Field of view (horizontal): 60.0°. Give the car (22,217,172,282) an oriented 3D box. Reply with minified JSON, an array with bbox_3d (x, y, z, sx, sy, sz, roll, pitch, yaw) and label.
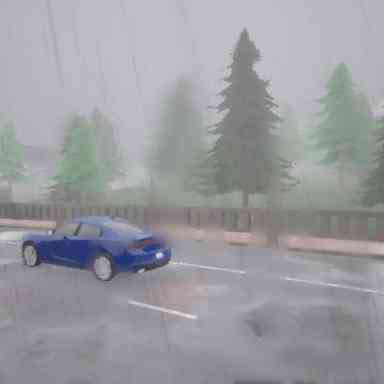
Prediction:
[{"bbox_3d":[-2.932,1.463,9.763,5.008,1.535,1.882,0,0,32],"label":"car"}]
